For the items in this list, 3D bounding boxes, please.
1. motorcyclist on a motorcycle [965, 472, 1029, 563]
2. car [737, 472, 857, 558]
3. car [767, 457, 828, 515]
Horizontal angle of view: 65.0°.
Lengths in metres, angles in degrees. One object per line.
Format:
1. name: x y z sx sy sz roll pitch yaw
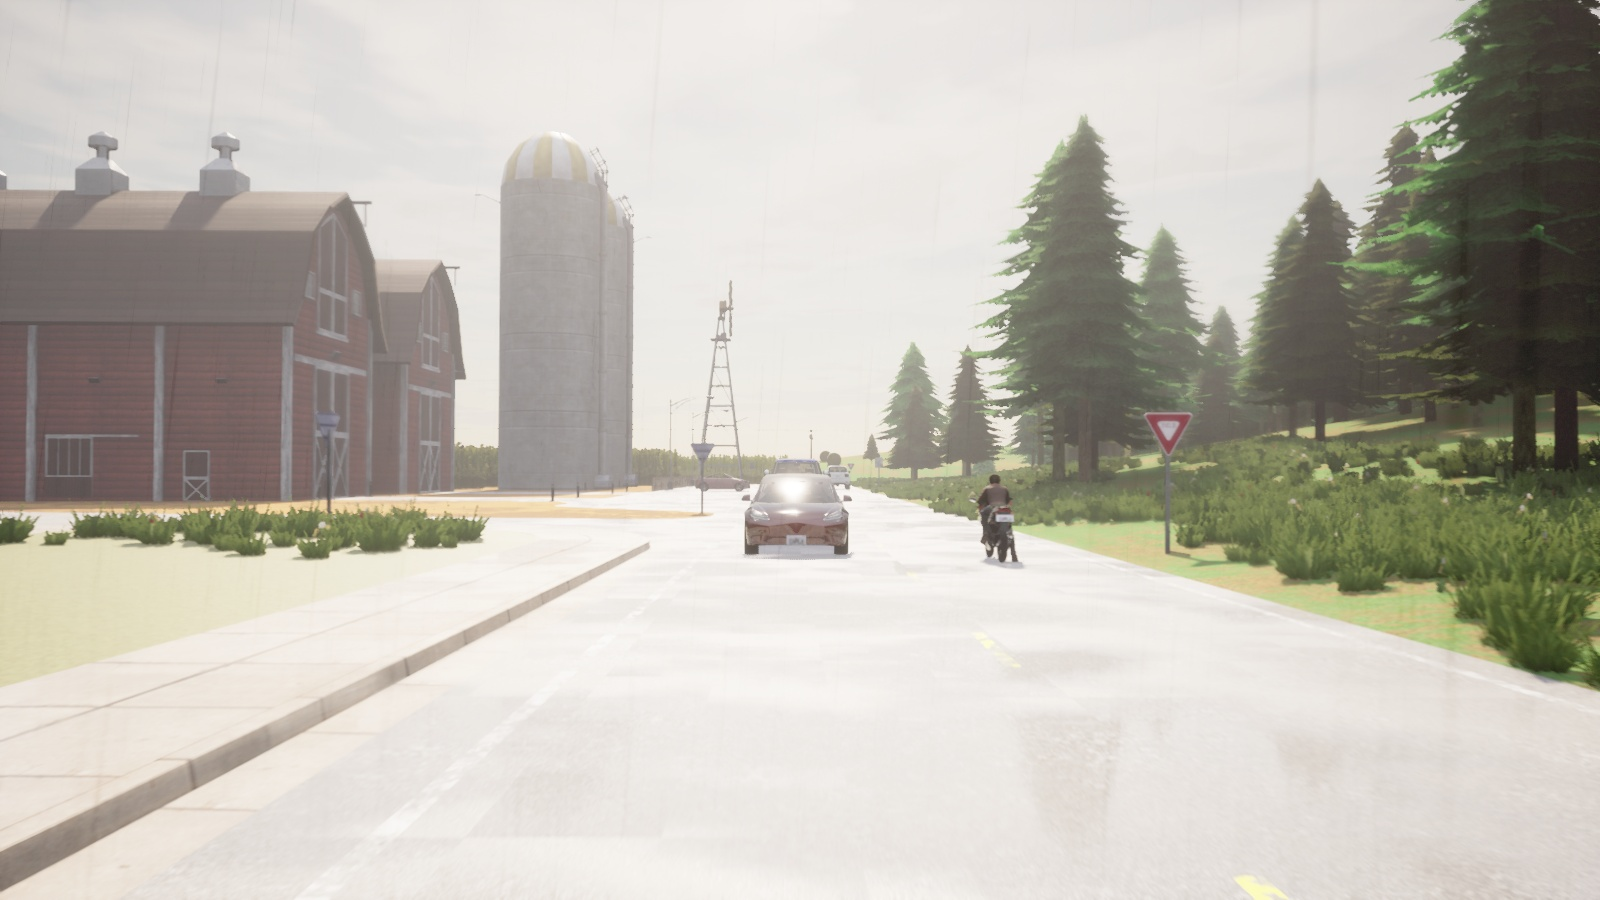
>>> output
1. motorcyclist on a motorcycle: 3.446 1.153 22.103 0.797 1.523 2.044 0 -1 0
2. car: -0.059 1.216 24.990 2.163 1.488 4.792 0 0 0
3. car: -0.117 1.325 47.218 2.150 2.045 5.566 0 -1 0
